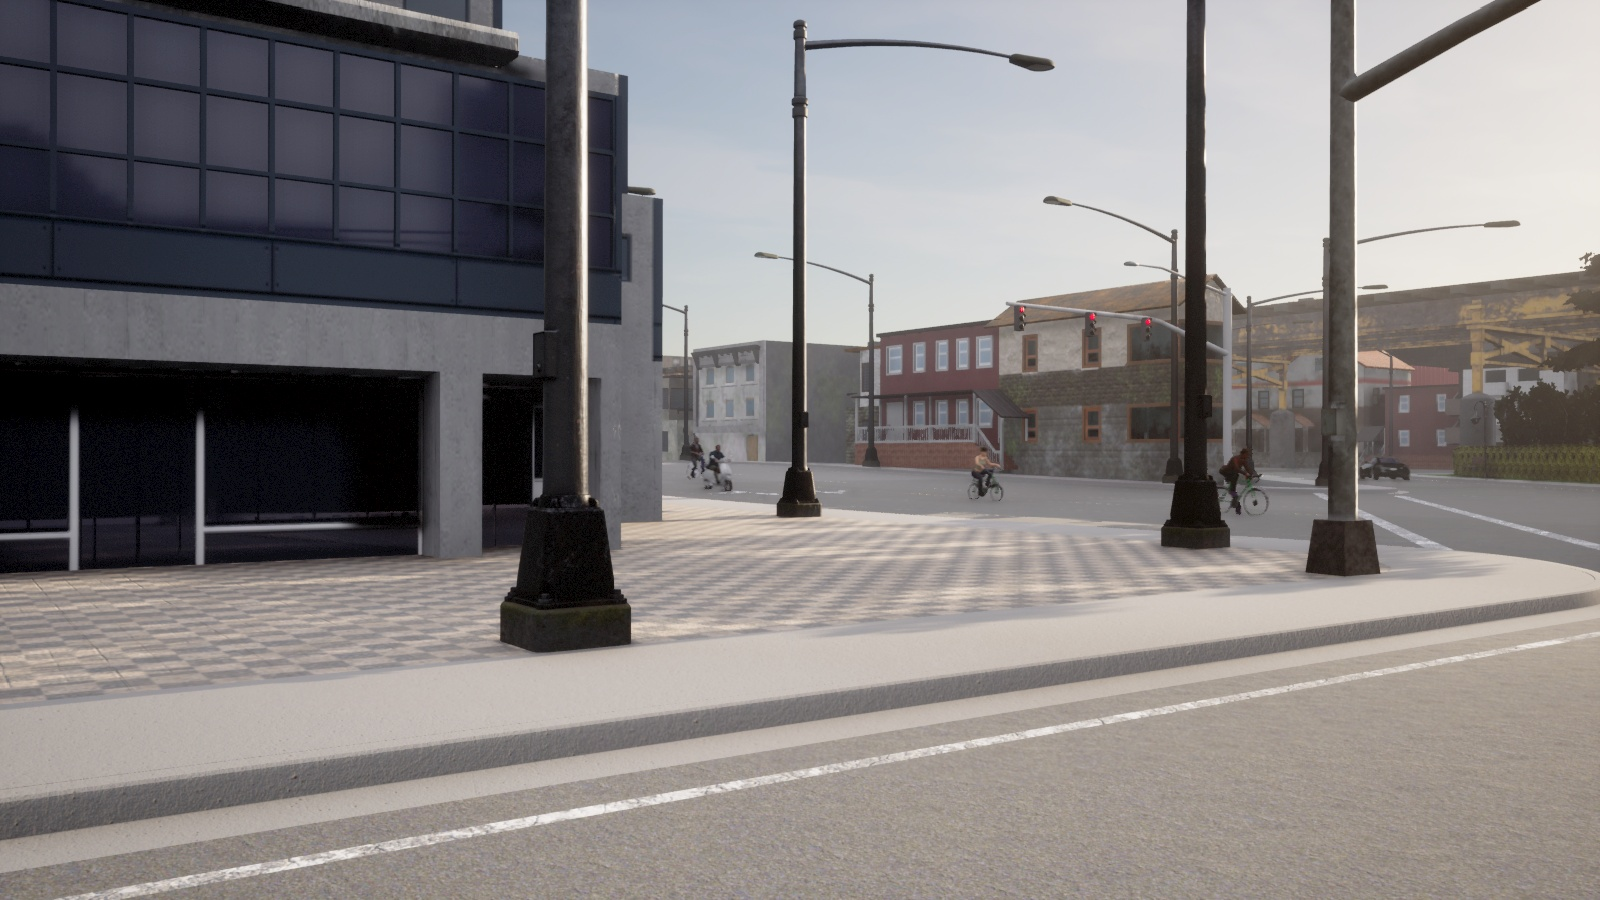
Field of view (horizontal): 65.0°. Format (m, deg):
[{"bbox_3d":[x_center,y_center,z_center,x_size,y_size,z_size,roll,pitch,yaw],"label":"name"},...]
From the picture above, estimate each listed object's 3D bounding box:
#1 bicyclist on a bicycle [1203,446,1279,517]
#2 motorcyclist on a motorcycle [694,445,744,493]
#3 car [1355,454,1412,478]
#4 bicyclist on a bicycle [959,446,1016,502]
[{"bbox_3d":[10.537,0.732,30.052,0.582,1.620,1.656,0,1,-35],"label":"bicyclist on a bicycle"},{"bbox_3d":[-2.754,0.623,42.784,0.866,1.590,1.817,0,1,-35],"label":"motorcyclist on a motorcycle"},{"bbox_3d":[34.135,0.916,73.550,1.994,1.385,4.181,0,0,10],"label":"car"},{"bbox_3d":[5.531,0.692,37.134,0.866,1.612,1.509,0,0,-35],"label":"bicyclist on a bicycle"}]
